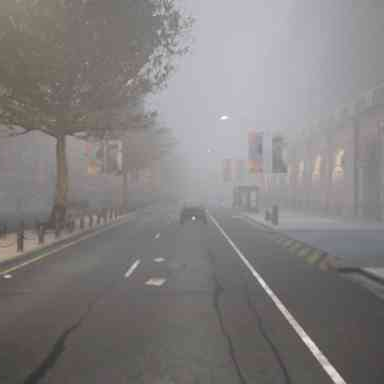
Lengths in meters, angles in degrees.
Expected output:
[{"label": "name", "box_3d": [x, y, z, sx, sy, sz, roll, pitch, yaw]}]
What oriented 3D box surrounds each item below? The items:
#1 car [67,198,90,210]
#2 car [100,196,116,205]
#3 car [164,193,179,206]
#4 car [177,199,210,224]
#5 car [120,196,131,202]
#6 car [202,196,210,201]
[{"label": "car", "box_3d": [-15.092, 1.502, 44.324, 1.882, 1.535, 5.008, 0, 0, 0]}, {"label": "car", "box_3d": [-15.045, 1.510, 59.905, 1.882, 1.535, 5.008, 0, 0, 1]}, {"label": "car", "box_3d": [-3.407, 1.250, 54.886, 2.150, 2.045, 5.566, 0, 0, 0]}, {"label": "car", "box_3d": [0.096, 1.518, 24.885, 1.837, 1.490, 4.892, 0, 0, 0]}, {"label": "car", "box_3d": [-15.010, 1.522, 75.529, 1.837, 1.490, 4.892, 0, 0, 0]}, {"label": "car", "box_3d": [3.239, 1.636, 79.574, 1.895, 1.301, 4.718, 0, 0, 0]}]
